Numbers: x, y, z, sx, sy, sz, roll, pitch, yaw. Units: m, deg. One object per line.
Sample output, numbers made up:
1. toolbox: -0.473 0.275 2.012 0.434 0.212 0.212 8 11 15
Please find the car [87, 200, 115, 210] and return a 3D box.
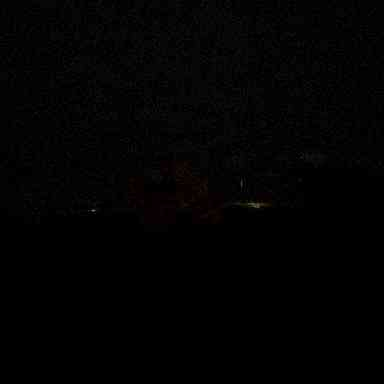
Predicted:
1. car: -14.896 2.031 54.545 2.097 1.767 4.553 -2 -2 36
